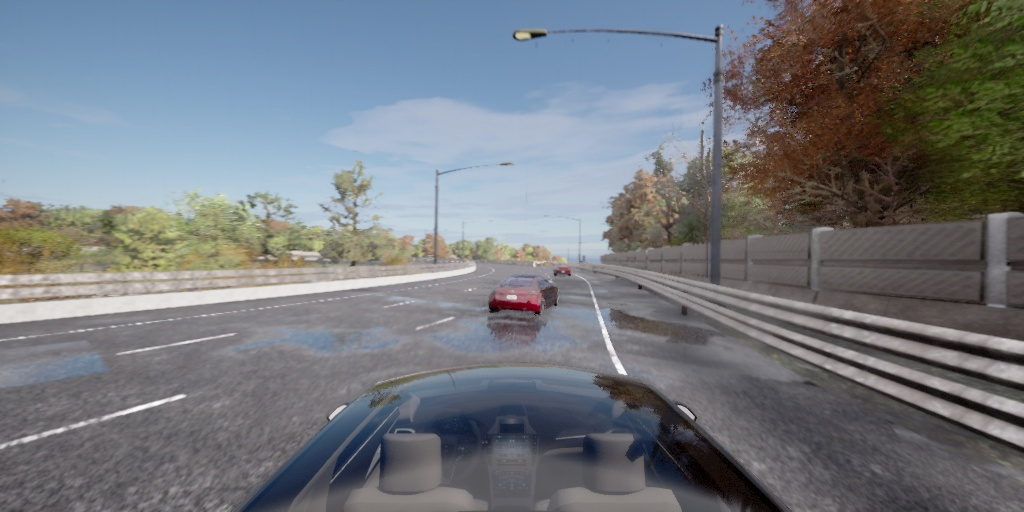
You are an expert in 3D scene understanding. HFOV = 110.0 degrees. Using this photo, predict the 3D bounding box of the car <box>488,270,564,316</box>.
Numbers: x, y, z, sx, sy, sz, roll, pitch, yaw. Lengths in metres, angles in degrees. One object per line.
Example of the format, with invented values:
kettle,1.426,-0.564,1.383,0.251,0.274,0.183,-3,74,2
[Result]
car,0.585,1.386,14.038,1.994,1.385,4.181,1,0,18

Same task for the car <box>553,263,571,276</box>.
car,5.839,1.581,42.208,1.812,1.442,4.674,1,0,3
